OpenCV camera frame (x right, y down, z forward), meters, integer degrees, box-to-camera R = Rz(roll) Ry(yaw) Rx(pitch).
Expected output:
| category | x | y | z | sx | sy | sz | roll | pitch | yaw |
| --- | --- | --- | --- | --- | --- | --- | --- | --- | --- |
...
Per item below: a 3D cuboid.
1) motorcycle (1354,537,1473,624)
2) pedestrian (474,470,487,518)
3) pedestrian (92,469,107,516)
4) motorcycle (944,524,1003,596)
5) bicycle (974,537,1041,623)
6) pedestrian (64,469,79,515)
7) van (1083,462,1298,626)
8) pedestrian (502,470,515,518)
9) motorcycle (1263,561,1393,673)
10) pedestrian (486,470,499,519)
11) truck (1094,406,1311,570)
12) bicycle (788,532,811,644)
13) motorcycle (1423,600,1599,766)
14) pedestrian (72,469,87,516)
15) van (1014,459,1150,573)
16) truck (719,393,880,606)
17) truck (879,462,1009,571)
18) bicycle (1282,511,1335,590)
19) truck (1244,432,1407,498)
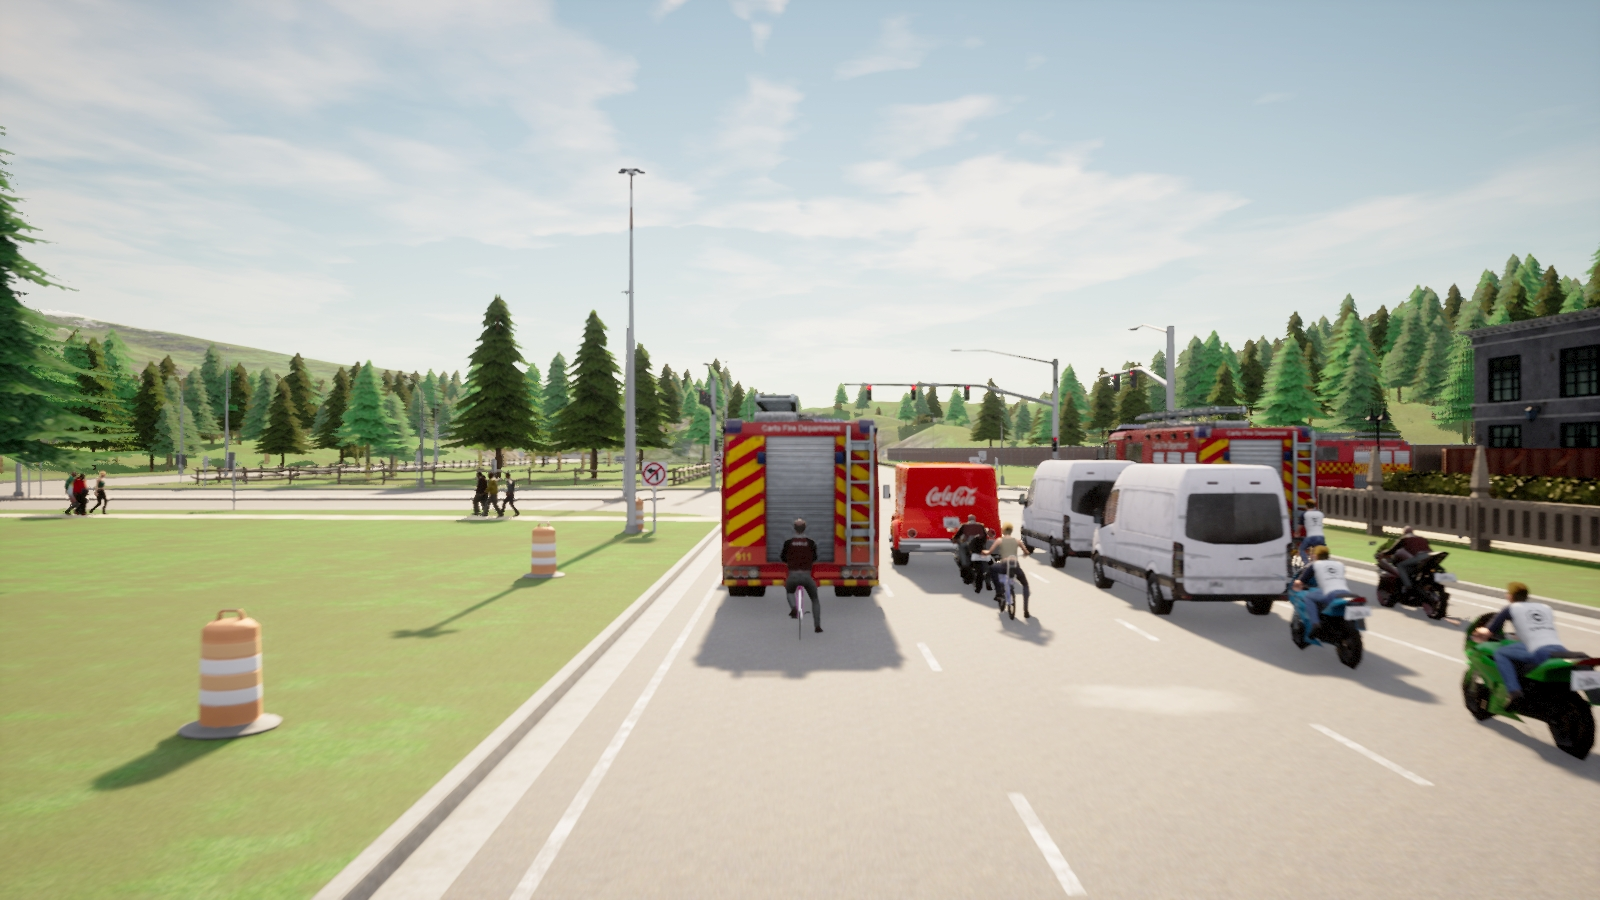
| category | x | y | z | sx | sy | sz | roll | pitch | yaw |
| --- | --- | --- | --- | --- | --- | --- | --- | --- | --- |
| motorcycle | 10.499 | 2.205 | 19.666 | 0.867 | 1.251 | 2.209 | 0 | 0 | 0 |
| pedestrian | -12.460 | 1.696 | 44.603 | 0.375 | 1.860 | 0.375 | 0 | 0 | 5 |
| pedestrian | -28.193 | 1.696 | 45.990 | 0.375 | 1.860 | 0.375 | 0 | 0 | 6 |
| motorcycle | 3.489 | 2.205 | 23.184 | 0.867 | 1.251 | 2.209 | 0 | 0 | 0 |
| bicycle | 3.481 | 2.158 | 19.247 | 0.859 | 1.277 | 1.487 | 0 | 0 | 0 |
| pedestrian | -29.408 | 1.697 | 46.130 | 0.375 | 1.860 | 0.375 | 0 | 0 | 6 |
| van | 6.994 | 1.534 | 21.269 | 1.988 | 2.561 | 5.915 | 0 | 0 | 0 |
| pedestrian | -11.352 | 1.696 | 44.470 | 0.375 | 1.860 | 0.375 | 0 | 0 | 6 |
| motorcycle | 6.999 | 2.186 | 15.271 | 0.803 | 1.199 | 2.033 | 0 | 0 | 0 |
| pedestrian | -11.801 | 1.696 | 43.884 | 0.375 | 1.860 | 0.375 | 0 | 0 | 3 |
| truck | 10.494 | 0.891 | 30.906 | 2.891 | 3.827 | 8.468 | 0 | 0 | 0 |
| bicycle | -0.007 | 2.060 | 17.376 | 0.329 | 1.471 | 1.835 | 0 | 0 | 0 |
| motorcycle | 6.999 | 2.186 | 11.084 | 0.803 | 1.199 | 2.033 | 0 | 0 | 0 |
| pedestrian | -28.661 | 1.696 | 45.460 | 0.375 | 1.860 | 0.375 | 0 | 0 | 5 |
| van | 6.996 | 1.534 | 29.030 | 1.988 | 2.561 | 5.915 | 0 | 0 | 0 |
| truck | -0.006 | 0.891 | 24.829 | 2.891 | 3.827 | 8.468 | 0 | 0 | 0 |
| truck | 3.507 | 1.568 | 28.978 | 2.627 | 2.467 | 5.204 | 0 | 0 | 0 |
| bicycle | 10.499 | 2.056 | 23.627 | 0.373 | 1.496 | 1.643 | 0 | 0 | 0 |
| truck | 31.365 | 0.891 | 68.429 | 8.468 | 3.827 | 2.891 | 0 | 0 | 1 |
